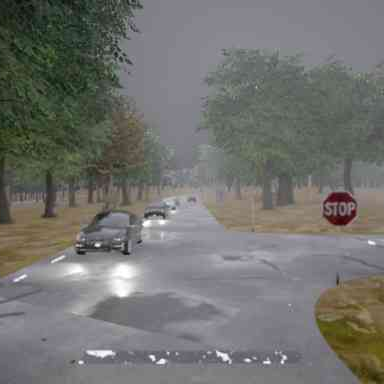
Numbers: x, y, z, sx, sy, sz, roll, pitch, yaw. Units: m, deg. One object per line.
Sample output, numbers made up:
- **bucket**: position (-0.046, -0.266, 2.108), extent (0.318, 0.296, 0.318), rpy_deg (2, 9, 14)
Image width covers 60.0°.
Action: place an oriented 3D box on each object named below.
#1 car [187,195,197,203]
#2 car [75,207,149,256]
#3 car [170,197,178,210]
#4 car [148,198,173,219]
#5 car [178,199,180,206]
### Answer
- **car**: position (-0.001, 1.457, 67.496), extent (1.837, 1.490, 4.892), rpy_deg (0, 0, 0)
- **car**: position (-3.095, 1.518, 13.328), extent (1.837, 1.490, 4.892), rpy_deg (1, -1, 0)
- **car**: position (-3.092, 1.555, 42.915), extent (1.812, 1.442, 4.674), rpy_deg (0, 0, 0)
- **car**: position (-3.100, 1.587, 30.150), extent (2.033, 1.411, 5.357), rpy_deg (0, 0, 0)
- **car**: position (-3.065, 1.527, 55.303), extent (1.812, 1.442, 4.674), rpy_deg (0, 1, 0)
